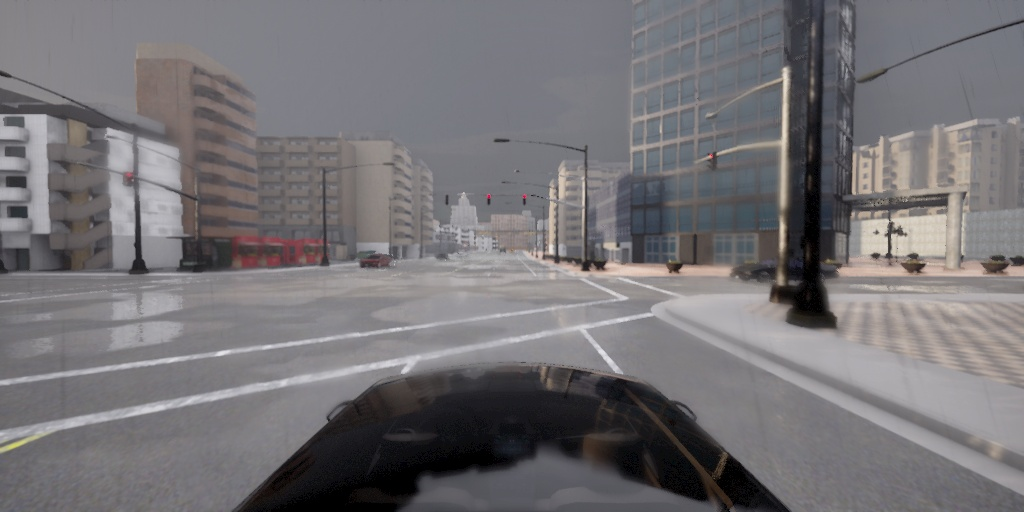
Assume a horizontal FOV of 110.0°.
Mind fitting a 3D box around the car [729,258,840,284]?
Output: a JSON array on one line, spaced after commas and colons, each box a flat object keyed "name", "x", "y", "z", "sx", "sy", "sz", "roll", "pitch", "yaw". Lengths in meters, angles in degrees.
[{"name": "car", "x": 15.806, "y": 0.837, "z": 20.903, "sx": 5.357, "sy": 1.411, "sz": 2.033, "roll": 0, "pitch": 1, "yaw": 1}]

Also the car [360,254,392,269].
[{"name": "car", "x": -13.973, "y": 0.536, "z": 36.976, "sx": 1.882, "sy": 1.535, "sz": 5.008, "roll": 0, "pitch": 2, "yaw": 0}]
